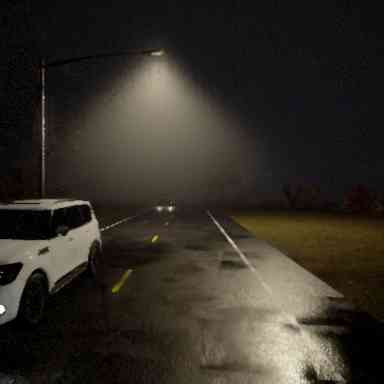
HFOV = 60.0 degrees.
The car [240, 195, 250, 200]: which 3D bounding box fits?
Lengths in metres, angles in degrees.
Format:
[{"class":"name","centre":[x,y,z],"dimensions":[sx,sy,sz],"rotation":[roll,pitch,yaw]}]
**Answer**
[{"class":"car","centre":[15.565,1.453,93.050],"dimensions":[4.181,1.385,1.994],"rotation":[0,1,-3]}]

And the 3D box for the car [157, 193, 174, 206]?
[{"class":"car","centre":[-4.045,1.131,51.222],"dimensions":[2.150,2.045,5.566],"rotation":[0,0,-2]}]

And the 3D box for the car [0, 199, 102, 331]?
[{"class":"car","centre":[-3.601,1.208,7.187],"dimensions":[2.150,2.045,5.566],"rotation":[0,0,0]}]
